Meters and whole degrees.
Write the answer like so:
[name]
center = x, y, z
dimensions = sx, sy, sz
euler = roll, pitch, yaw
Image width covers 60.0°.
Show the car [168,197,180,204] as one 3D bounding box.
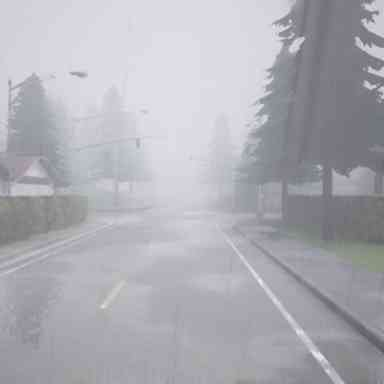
[car]
center = -4.039, 1.840, 72.874
dimensions = 2.033, 1.411, 5.357
euler = 0, 0, -16
